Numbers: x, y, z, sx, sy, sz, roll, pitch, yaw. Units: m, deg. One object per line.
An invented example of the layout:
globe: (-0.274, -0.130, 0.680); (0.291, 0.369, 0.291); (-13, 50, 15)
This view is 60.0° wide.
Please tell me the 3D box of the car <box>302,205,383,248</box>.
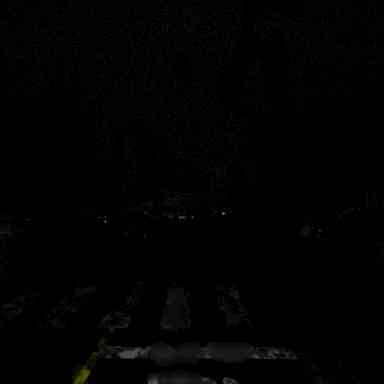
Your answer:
car: (6.855, 1.278, 13.033); (4.902, 1.511, 2.128); (-1, -1, 0)

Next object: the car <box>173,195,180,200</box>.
car: (-4.504, 1.480, 94.672); (1.752, 1.417, 4.829); (1, 0, 0)

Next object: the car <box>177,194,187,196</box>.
car: (-2.096, 1.513, 52.352); (2.033, 1.411, 5.357); (0, 0, 1)

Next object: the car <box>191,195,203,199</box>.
car: (0.910, 1.310, 62.920); (2.097, 1.767, 4.553); (0, 0, 0)

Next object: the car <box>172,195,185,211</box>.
car: (-2.213, 1.454, 40.017); (1.882, 1.535, 5.008); (0, 0, 1)

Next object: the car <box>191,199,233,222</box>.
car: (1.570, 1.583, 27.390); (1.994, 1.385, 4.181); (1, 1, -26)

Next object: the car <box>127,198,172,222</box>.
car: (-3.660, 1.497, 27.737); (1.882, 1.535, 5.008); (-2, 1, 16)

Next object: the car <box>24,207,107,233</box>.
car: (-7.411, 1.599, 19.697); (4.674, 1.442, 1.812); (-1, -1, 0)
